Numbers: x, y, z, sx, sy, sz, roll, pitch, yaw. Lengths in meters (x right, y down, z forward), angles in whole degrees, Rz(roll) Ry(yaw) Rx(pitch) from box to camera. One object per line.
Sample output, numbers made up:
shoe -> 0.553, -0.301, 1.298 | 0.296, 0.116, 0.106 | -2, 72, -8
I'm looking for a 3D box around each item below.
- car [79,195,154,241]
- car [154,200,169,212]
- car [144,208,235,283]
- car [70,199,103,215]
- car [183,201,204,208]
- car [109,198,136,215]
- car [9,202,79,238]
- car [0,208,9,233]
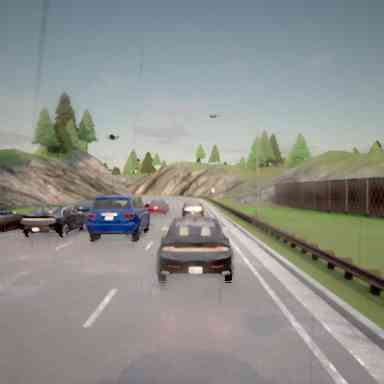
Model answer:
car -> -3.404, 1.162, 16.325 | 2.150, 2.045, 5.566 | 0, 0, 0
car -> -3.392, 1.445, 33.155 | 1.994, 1.385, 4.181 | 0, 0, 0
car -> 0.085, 1.458, 9.590 | 2.128, 1.511, 4.902 | 0, 0, 0
car -> -10.392, 1.445, 33.156 | 1.994, 1.385, 4.181 | 0, 0, 0
car -> 0.099, 1.489, 30.941 | 1.895, 1.301, 4.718 | 0, 0, 0
car -> -6.902, 1.405, 33.546 | 1.812, 1.442, 4.674 | 0, 0, 0
car -> -6.905, 1.430, 17.123 | 2.128, 1.511, 4.902 | 0, 0, 0
car -> -10.405, 1.500, 17.562 | 1.994, 1.385, 4.181 | 0, 0, 0
